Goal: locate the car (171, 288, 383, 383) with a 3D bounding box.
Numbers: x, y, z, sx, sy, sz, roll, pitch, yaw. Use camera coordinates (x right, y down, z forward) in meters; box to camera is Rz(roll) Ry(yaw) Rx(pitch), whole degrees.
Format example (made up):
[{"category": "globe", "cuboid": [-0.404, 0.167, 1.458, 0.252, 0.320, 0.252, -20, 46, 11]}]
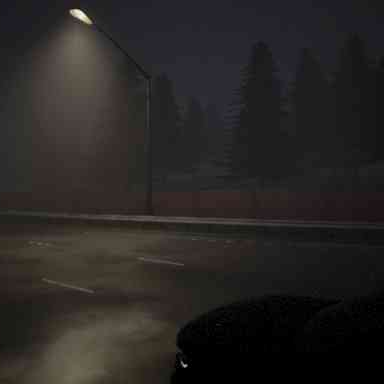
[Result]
[{"category": "car", "cuboid": [2.101, 1.474, 2.496, 5.008, 1.535, 1.882, -1, 0, 35]}]
